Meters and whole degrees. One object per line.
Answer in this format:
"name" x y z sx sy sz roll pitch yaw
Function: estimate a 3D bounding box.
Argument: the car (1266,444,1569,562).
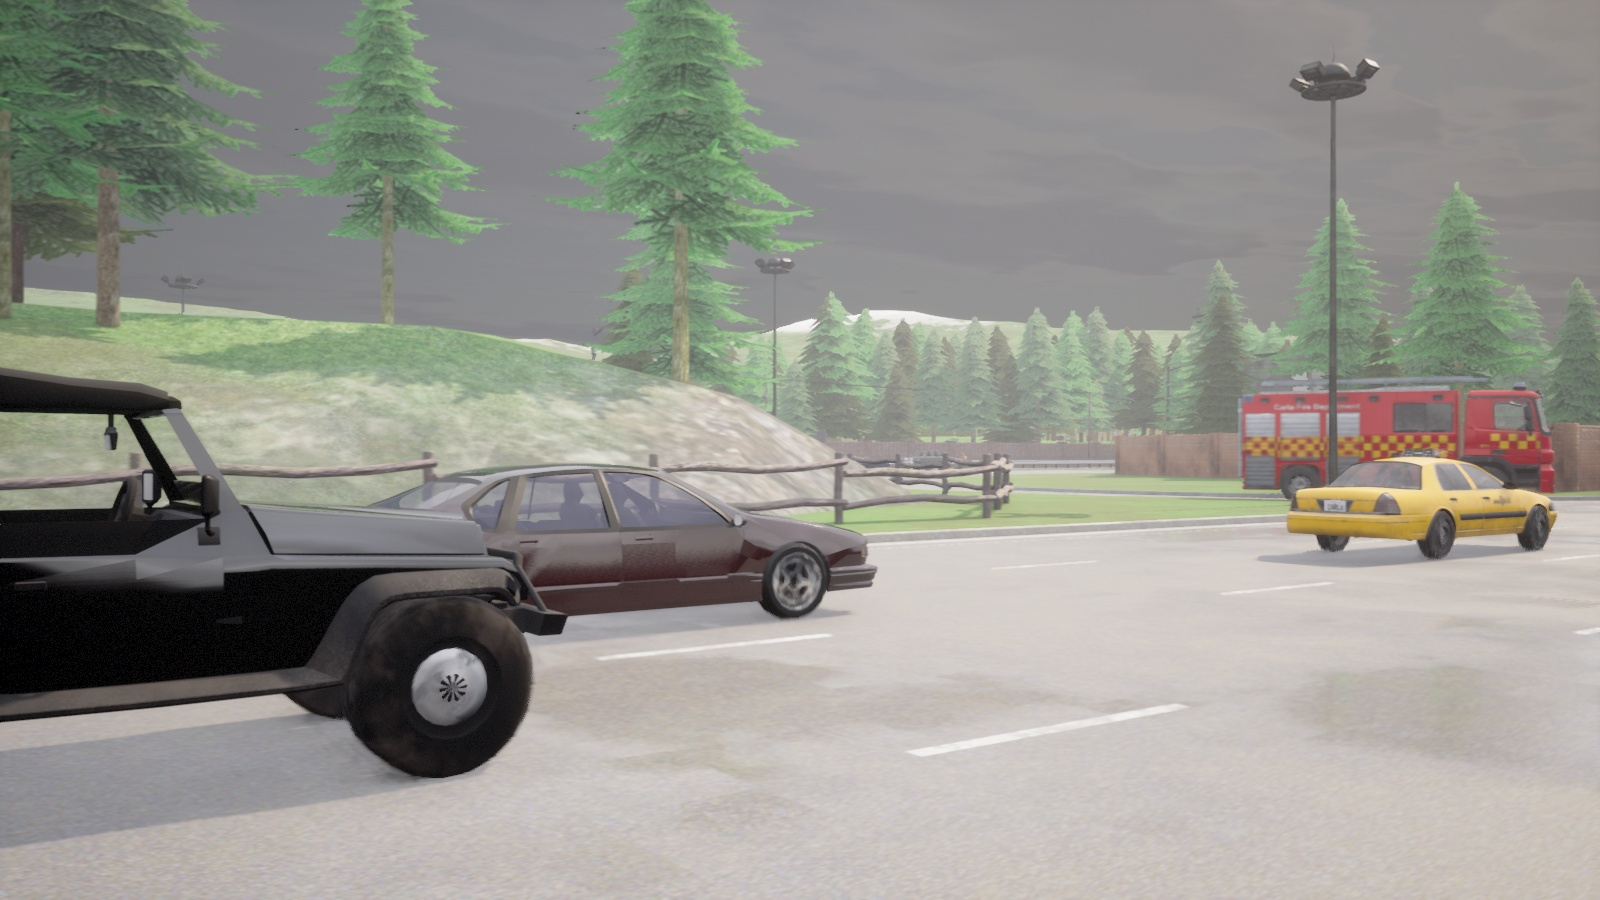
"car" 9.474 0.711 19.066 5.366 1.575 1.801 0 0 -36

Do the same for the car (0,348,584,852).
"car" -3.170 0.562 5.719 3.866 1.878 1.905 0 0 -35

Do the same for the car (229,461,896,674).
"car" -1.878 0.824 10.958 5.357 1.411 2.033 0 0 -36

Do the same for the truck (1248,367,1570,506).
"truck" 18.245 -0.364 37.989 8.468 3.827 2.891 0 0 28
